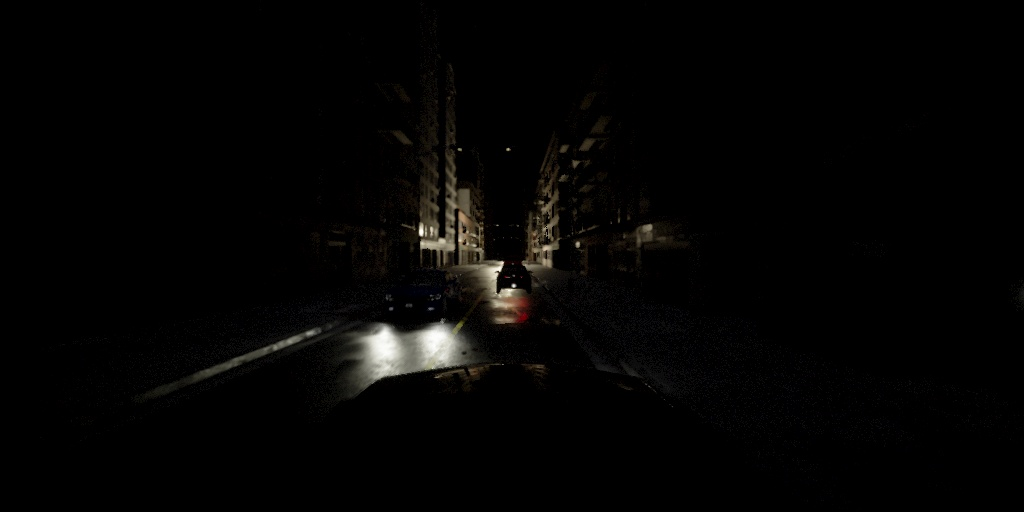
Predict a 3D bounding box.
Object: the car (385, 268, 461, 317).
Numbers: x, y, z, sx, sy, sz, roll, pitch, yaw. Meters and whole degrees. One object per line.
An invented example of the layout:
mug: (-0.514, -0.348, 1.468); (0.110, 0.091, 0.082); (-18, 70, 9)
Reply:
car: (-3.102, 1.224, 13.307); (1.882, 1.535, 5.008); (0, 0, 0)

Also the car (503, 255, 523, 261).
car: (0.094, 0.951, 41.428); (2.150, 2.045, 5.566); (0, 0, 0)

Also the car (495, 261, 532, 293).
car: (0.096, 1.247, 20.616); (1.837, 1.490, 4.892); (0, 0, 0)
